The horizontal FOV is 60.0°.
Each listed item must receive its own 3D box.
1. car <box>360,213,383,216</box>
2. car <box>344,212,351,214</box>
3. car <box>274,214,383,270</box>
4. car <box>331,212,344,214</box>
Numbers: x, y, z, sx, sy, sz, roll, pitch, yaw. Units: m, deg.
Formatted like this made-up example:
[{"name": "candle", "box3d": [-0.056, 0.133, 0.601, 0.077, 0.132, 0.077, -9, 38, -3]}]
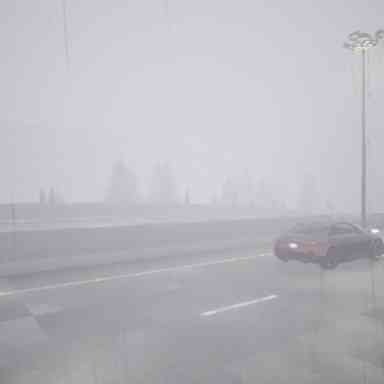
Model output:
[{"name": "car", "box3d": [15.764, 2.474, 28.130, 4.181, 1.385, 1.994, 6, -3, -35]}, {"name": "car", "box3d": [17.959, 2.880, 33.993, 4.892, 1.490, 1.837, 8, -4, -35]}, {"name": "car", "box3d": [4.768, 1.649, 11.448, 4.181, 1.385, 1.994, 1, 0, -36]}, {"name": "car", "box3d": [16.629, 2.955, 37.339, 4.902, 1.511, 2.128, 7, -4, -35]}]
